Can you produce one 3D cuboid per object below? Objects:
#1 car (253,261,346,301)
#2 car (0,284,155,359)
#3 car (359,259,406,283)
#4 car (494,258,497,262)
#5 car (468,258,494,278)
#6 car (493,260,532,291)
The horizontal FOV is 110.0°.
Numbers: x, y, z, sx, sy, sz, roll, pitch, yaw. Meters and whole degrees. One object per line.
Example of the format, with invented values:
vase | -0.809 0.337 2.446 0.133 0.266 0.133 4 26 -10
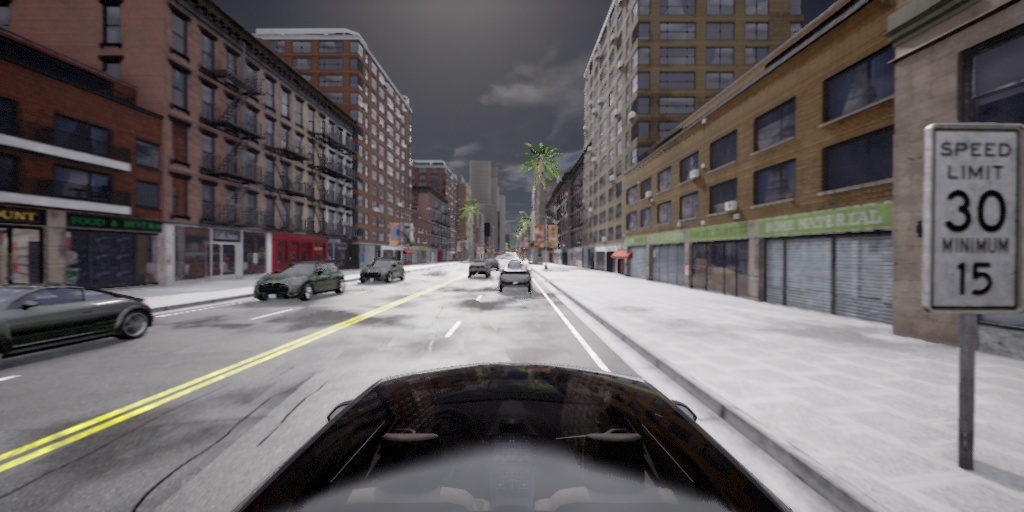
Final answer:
car | -9.772 1.057 16.890 2.097 1.767 4.553 0 0 0
car | -9.832 1.276 7.086 1.994 1.385 4.181 0 0 0
car | -9.680 1.043 27.088 2.097 1.767 4.553 0 0 1
car | -2.903 1.019 50.228 2.097 1.767 4.553 0 0 0
car | -2.991 1.209 33.784 1.837 1.490 4.892 0 0 0
car | 0.195 1.229 21.519 2.128 1.511 4.902 0 0 0
